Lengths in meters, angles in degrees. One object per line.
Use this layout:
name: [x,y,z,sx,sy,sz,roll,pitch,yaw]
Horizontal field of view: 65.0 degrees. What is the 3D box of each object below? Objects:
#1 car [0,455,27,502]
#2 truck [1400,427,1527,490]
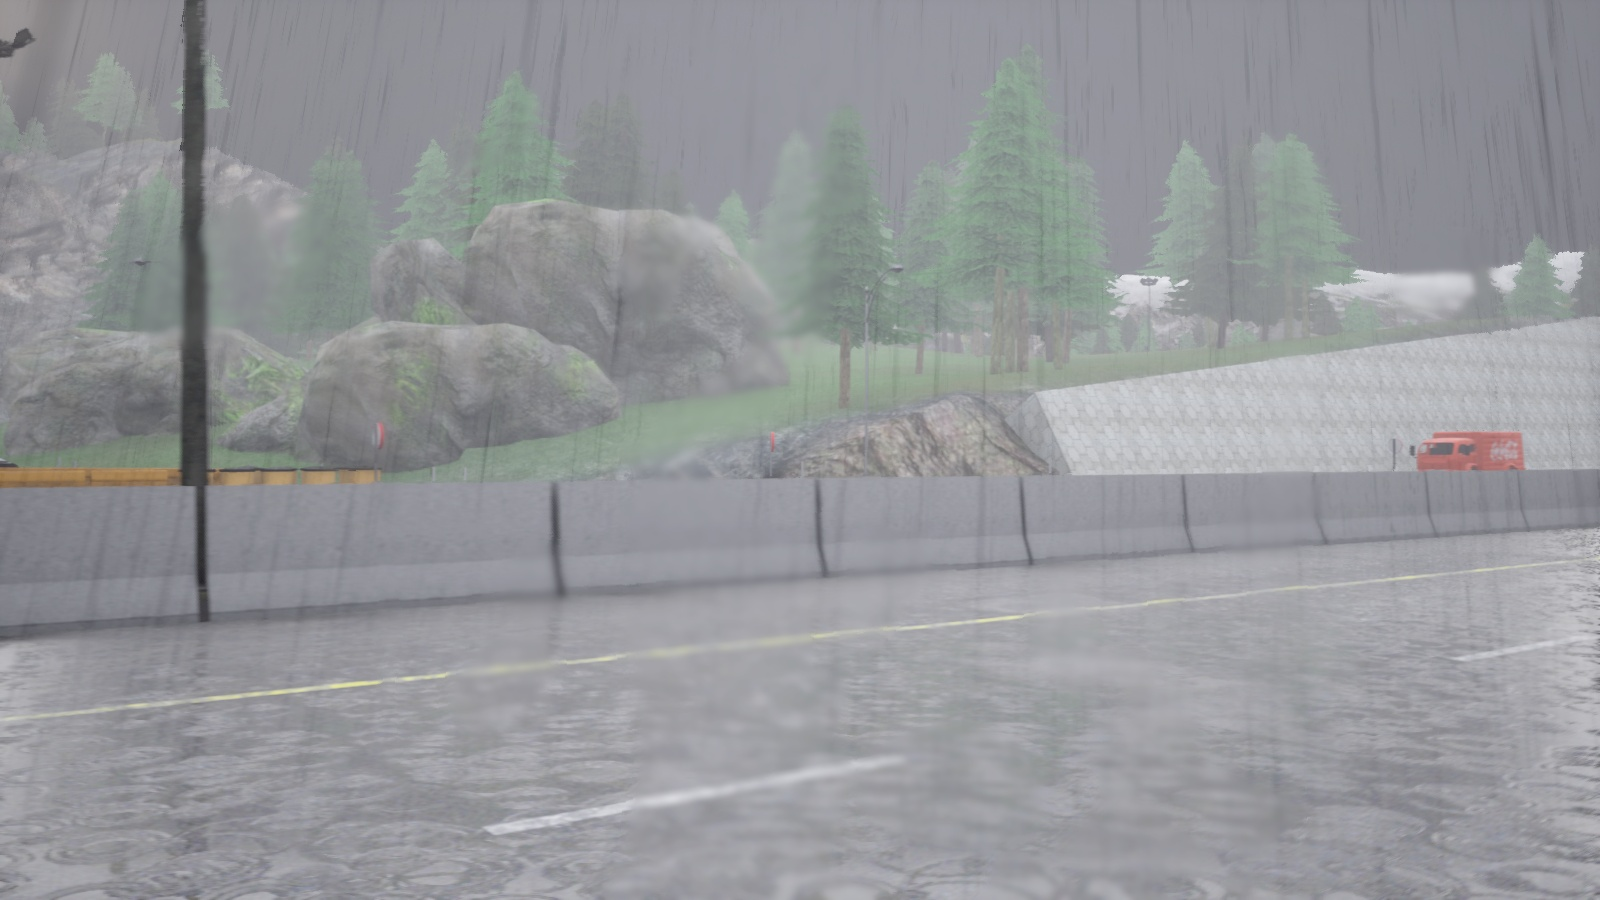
car: [-27.652,0.898,40.579,4.892,1.490,1.837,0,0,18]
truck: [28.024,0.315,53.017,5.204,2.467,2.627,-1,0,-35]
